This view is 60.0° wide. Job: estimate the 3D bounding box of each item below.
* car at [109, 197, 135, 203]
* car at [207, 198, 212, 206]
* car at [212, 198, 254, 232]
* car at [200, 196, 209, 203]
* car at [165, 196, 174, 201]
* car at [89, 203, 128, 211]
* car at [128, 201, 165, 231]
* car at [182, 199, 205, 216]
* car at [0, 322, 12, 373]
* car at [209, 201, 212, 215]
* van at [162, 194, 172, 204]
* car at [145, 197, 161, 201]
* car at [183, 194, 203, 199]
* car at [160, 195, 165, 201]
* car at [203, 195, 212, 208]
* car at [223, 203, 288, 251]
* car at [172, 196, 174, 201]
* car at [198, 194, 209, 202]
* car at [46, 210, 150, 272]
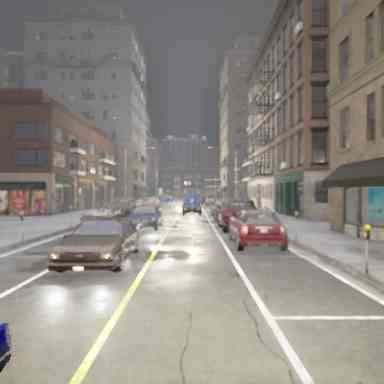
[{"bbox_3d":[-5.394,1.316,25.427,2.192,1.841,5.009,0,0,0],"label":"car"},{"bbox_3d":[2.630,1.526,31.260,1.752,1.417,4.829,0,0,0],"label":"car"},{"bbox_3d":[2.633,1.316,19.766,2.192,1.841,5.009,0,0,0],"label":"car"},{"bbox_3d":[2.620,1.571,70.723,1.947,1.339,4.313,0,0,0],"label":"car"},{"bbox_3d":[-5.408,1.573,82.046,1.947,1.339,4.313,0,0,0],"label":"car"},{"bbox_3d":[-5.393,1.551,19.765,2.008,1.369,4.403,0,0,0],"label":"car"},{"bbox_3d":[-2.847,1.526,20.879,1.812,1.442,4.674,0,0,0],"label":"car"},{"bbox_3d":[-0.007,1.602,32.723,1.895,1.301,4.718,0,0,0],"label":"car"},{"bbox_3d":[-2.883,1.601,1.299,1.895,1.301,4.718,0,0,1],"label":"car"},{"bbox_3d":[2.631,1.567,25.428,1.947,1.339,4.313,0,0,0],"label":"car"},{"bbox_3d":[-5.404,1.346,65.060,1.690,1.788,3.998,0,0,0],"label":"van"},{"bbox_3d":[-5.398,1.584,42.413,1.802,1.307,4.206,0,0,0],"label":"car"},{"bbox_3d":[0.000,1.227,44.297,2.150,2.045,5.566,0,0,0],"label":"car"},{"bbox_3d":[-5.399,1.528,47.904,1.752,1.417,4.829,0,0,0],"label":"car"},{"bbox_3d":[2.626,1.553,48.076,2.008,1.369,4.403,0,0,0],"label":"car"},{"bbox_3d":[2.634,1.440,14.104,1.967,1.590,4.097,0,0,0],"label":"car"},{"bbox_3d":[-5.406,1.557,76.383,2.008,1.369,4.403,0,0,0],"label":"car"},{"bbox_3d":[2.619,1.322,76.385,2.192,1.841,5.009,0,0,0],"label":"car"},{"bbox_3d":[-2.858,1.548,11.038,2.033,1.411,5.357,0,0,0],"label":"car"}]
